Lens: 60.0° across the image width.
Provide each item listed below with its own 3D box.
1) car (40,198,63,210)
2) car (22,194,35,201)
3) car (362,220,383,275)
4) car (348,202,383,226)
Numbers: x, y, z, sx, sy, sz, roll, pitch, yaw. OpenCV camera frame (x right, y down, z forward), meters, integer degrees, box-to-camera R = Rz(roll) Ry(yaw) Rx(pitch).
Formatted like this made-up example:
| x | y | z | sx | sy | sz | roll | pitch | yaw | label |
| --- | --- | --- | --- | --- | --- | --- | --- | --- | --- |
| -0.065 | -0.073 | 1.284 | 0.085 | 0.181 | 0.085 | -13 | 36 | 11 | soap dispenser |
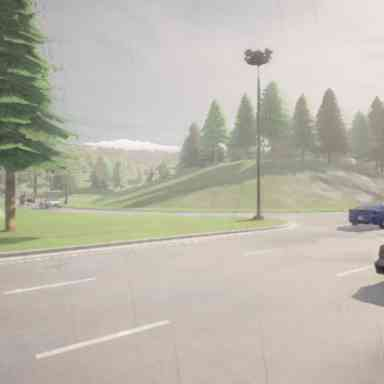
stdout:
| x | y | z | sx | sy | sz | roll | pitch | yaw | label |
| --- | --- | --- | --- | --- | --- | --- | --- | --- | --- |
| -18.192 | 1.447 | 42.747 | 1.812 | 1.442 | 4.674 | -1 | 0 | -38 | car |
| -27.724 | 1.154 | 56.198 | 1.812 | 1.442 | 4.674 | 0 | 0 | -34 | car |
| 6.809 | 1.488 | 8.605 | 5.357 | 1.411 | 2.033 | 0 | 0 | -35 | car |
| 11.768 | 1.353 | 20.744 | 5.008 | 1.535 | 1.882 | 0 | 0 | -36 | car |
